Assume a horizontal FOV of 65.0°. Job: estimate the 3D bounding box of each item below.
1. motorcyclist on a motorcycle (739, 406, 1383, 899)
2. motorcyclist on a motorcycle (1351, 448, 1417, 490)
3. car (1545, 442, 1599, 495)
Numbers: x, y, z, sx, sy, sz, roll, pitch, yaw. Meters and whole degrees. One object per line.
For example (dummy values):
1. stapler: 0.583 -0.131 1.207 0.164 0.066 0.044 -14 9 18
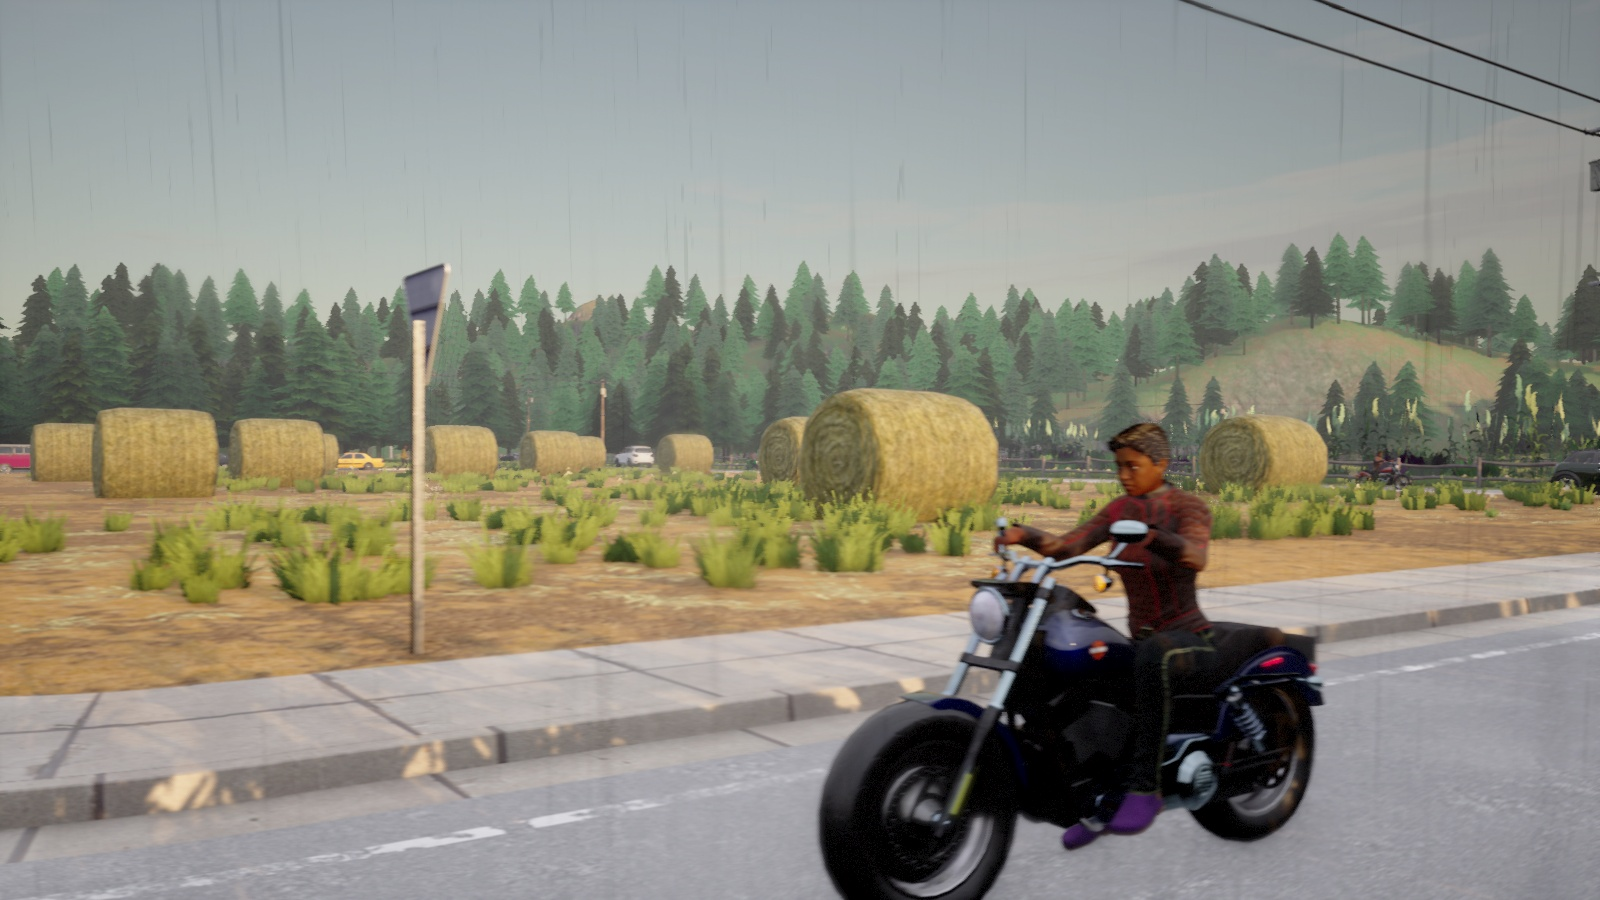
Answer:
1. motorcyclist on a motorcycle: 0.997 0.704 4.371 2.350 1.649 0.766 0 0 -34
2. motorcyclist on a motorcycle: 23.037 0.733 49.587 0.766 1.649 2.350 0 0 -32
3. car: 27.786 0.612 41.951 2.097 1.767 4.553 0 0 -32
